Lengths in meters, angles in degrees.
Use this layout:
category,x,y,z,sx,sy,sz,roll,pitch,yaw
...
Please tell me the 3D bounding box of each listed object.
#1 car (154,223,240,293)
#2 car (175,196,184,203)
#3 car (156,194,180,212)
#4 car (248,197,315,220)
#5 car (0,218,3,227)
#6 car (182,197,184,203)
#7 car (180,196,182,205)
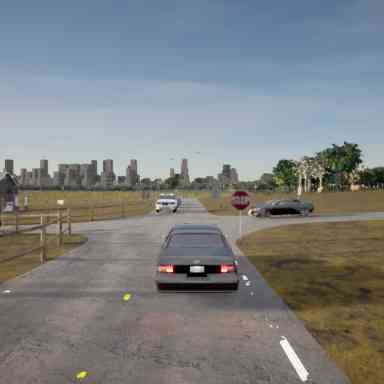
category,x,y,z,sx,sy,sz,roll,pitch,yaw
car,0.094,1.549,8.976,2.033,1.411,5.357,0,0,0
car,-2.789,1.595,72.697,1.812,1.442,4.674,0,0,0
car,-2.865,1.231,38.363,2.150,2.045,5.566,0,0,0
car,6.662,1.178,24.942,4.902,1.511,2.128,-2,0,-8
car,-15.576,2.029,22.591,5.008,1.535,1.882,-2,0,0
car,-2.858,1.584,58.704,2.033,1.411,5.357,0,0,0
car,-2.866,1.542,48.339,1.812,1.442,4.674,0,0,0
